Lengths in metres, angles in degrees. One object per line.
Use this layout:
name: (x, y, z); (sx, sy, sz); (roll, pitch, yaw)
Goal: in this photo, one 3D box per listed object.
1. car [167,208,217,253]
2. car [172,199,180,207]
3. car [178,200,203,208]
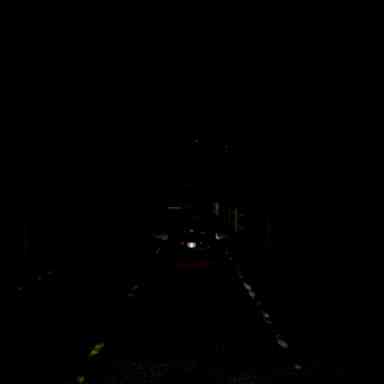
car: (-0.006, 1.645, 14.285); (1.837, 1.490, 4.892); (0, 0, 0)
car: (-2.822, 2.162, 64.730); (1.812, 1.442, 4.674); (0, -1, 0)
car: (-0.015, 1.761, 29.465); (1.882, 1.535, 5.008); (0, 0, 0)
